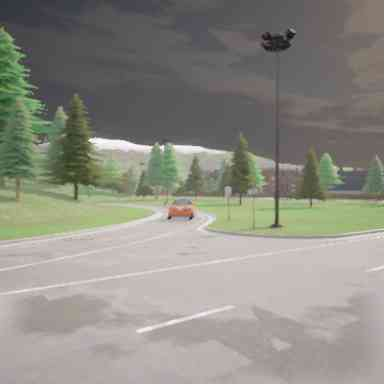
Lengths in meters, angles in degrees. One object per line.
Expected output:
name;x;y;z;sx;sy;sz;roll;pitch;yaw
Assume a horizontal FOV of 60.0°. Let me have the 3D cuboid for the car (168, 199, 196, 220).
car;-0.812;1.439;29.399;2.097;1.767;4.553;0;0;4
